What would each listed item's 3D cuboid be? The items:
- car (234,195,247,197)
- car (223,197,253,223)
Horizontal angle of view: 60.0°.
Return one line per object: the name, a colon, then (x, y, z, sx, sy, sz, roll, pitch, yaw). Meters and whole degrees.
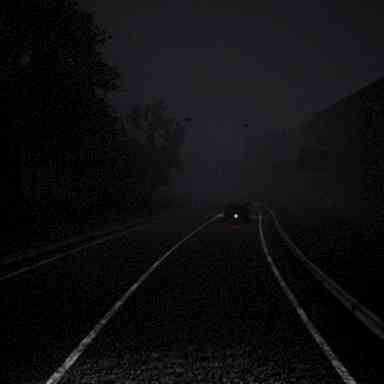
car: (6.048, 1.064, 41.519, 1.882, 1.535, 5.008, 0, 1, 5)
car: (3.413, 1.354, 24.606, 1.837, 1.490, 4.892, 1, 0, 11)
